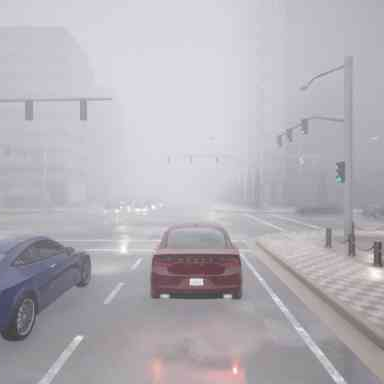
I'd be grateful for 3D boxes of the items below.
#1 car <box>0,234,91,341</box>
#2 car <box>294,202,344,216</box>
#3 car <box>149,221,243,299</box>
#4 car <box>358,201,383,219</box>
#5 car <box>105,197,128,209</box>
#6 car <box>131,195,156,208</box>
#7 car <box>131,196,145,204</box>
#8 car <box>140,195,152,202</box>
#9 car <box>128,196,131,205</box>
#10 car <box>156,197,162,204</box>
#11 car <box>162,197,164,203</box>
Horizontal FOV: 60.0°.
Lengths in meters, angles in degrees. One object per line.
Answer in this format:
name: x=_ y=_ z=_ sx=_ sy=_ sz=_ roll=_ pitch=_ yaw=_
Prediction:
car: x=-3.416 y=1.526 z=6.370 sx=1.812 sy=1.442 sz=4.674 roll=0 pitch=0 yaw=0
car: x=12.051 y=1.545 z=30.919 sx=4.718 sy=1.301 sz=1.895 roll=0 pitch=0 yaw=1
car: x=0.099 y=1.478 z=8.498 sx=1.882 sy=1.535 sz=5.008 roll=0 pitch=0 yaw=0
car: x=16.340 y=1.436 z=27.373 sx=4.902 sy=1.511 sz=2.128 roll=0 pitch=0 yaw=0
car: x=-10.498 y=1.505 z=45.561 sx=1.837 sy=1.490 sz=4.892 roll=0 pitch=0 yaw=0
car: x=-6.990 y=1.491 z=48.646 sx=2.128 sy=1.511 sz=4.902 roll=0 pitch=0 yaw=0
car: x=-10.395 y=1.564 z=64.786 sx=1.994 sy=1.385 sz=4.181 roll=0 pitch=0 yaw=1
car: x=-10.335 y=1.478 z=75.173 sx=1.882 sy=1.535 sz=5.008 roll=0 pitch=0 yaw=0
car: x=-10.468 y=1.491 z=54.788 sx=2.128 sy=1.511 sz=4.902 roll=0 pitch=0 yaw=0
car: x=-6.952 y=1.491 z=57.953 sx=2.128 sy=1.511 sz=4.902 roll=0 pitch=0 yaw=0
car: x=-6.857 y=1.601 z=68.244 sx=1.895 sy=1.301 sz=4.718 roll=0 pitch=0 yaw=0
